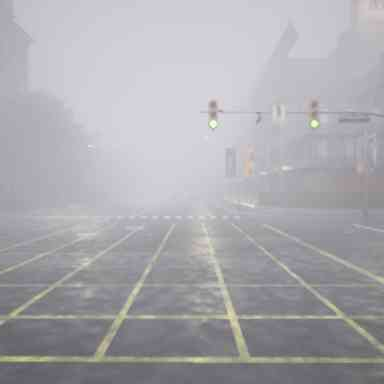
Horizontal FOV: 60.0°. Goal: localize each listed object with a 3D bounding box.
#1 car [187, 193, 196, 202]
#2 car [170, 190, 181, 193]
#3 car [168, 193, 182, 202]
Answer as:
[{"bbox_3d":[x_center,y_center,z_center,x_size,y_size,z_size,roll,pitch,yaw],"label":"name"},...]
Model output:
[{"bbox_3d":[0.014,1.383,72.291,1.812,1.442,4.674,0,0,0],"label":"car"},{"bbox_3d":[-3.485,0.958,81.458,2.150,2.045,5.566,0,0,0],"label":"car"},{"bbox_3d":[-3.486,1.398,71.459,2.033,1.411,5.357,0,0,0],"label":"car"}]
